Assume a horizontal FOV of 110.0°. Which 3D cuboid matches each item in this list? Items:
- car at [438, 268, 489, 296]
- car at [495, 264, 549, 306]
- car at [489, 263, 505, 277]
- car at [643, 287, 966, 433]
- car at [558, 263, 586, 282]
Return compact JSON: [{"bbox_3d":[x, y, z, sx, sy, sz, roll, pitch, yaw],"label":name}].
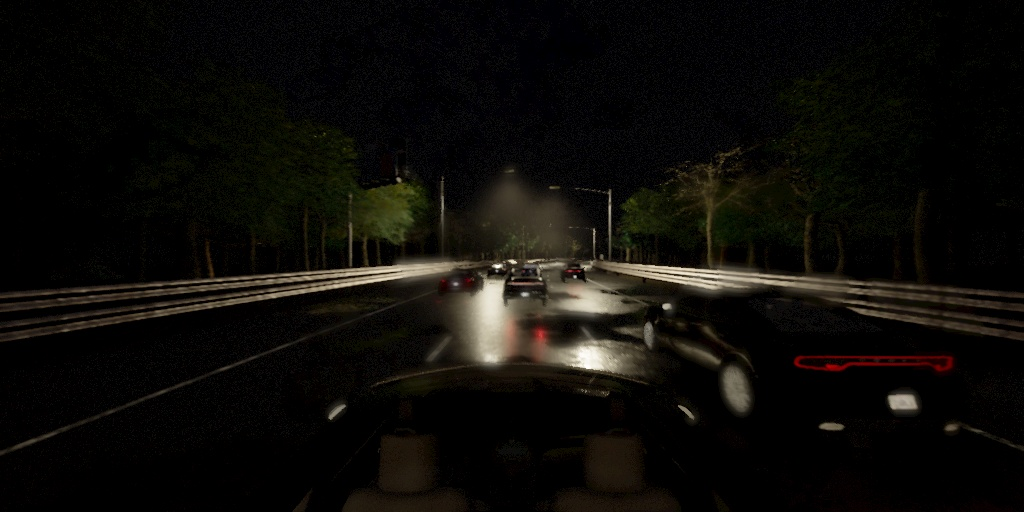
[{"bbox_3d":[-2.684,1.368,19.802,1.994,1.385,4.181,0,0,3],"label":"car"},{"bbox_3d":[0.626,1.288,16.195,2.128,1.511,4.902,0,0,3],"label":"car"},{"bbox_3d":[-1.308,1.431,37.406,1.994,1.385,4.181,0,0,6],"label":"car"},{"bbox_3d":[3.763,1.246,5.884,1.882,1.535,5.008,0,0,1],"label":"car"},{"bbox_3d":[5.036,1.354,29.993,1.837,1.490,4.892,0,0,5],"label":"car"}]
